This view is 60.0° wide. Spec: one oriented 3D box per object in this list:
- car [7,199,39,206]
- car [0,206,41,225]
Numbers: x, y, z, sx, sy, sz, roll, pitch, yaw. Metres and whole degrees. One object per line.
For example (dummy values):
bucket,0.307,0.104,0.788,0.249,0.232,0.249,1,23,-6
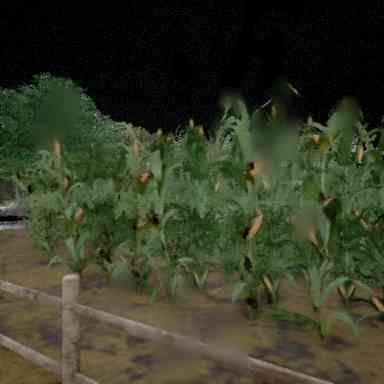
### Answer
car,-15.016,1.681,29.674,2.150,2.045,5.566,-2,-2,36
car,-13.827,1.912,24.977,1.895,1.301,4.718,-2,-2,36
